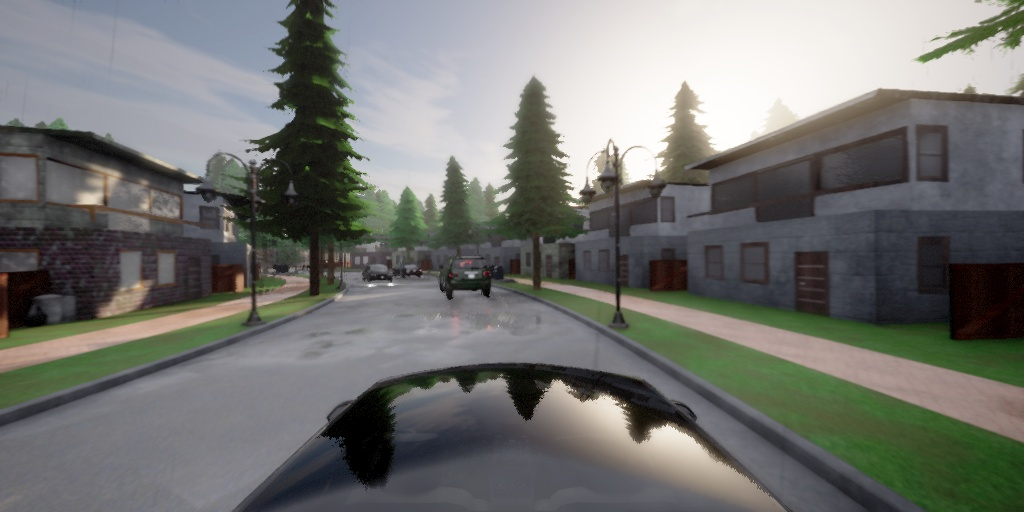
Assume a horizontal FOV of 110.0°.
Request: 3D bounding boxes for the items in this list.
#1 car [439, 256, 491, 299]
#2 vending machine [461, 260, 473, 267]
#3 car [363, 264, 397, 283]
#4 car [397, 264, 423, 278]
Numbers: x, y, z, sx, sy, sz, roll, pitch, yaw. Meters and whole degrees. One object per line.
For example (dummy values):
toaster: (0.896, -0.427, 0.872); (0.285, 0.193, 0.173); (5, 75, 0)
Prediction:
car: (-2.609, 1.033, 19.125); (2.150, 2.045, 5.566); (0, 0, -16)
vending machine: (-4.131, 1.051, 33.200); (1.100, 2.100, 0.880); (0, 0, -29)
car: (-11.389, 1.440, 30.302); (1.837, 1.490, 4.892); (0, 0, -30)
car: (-10.743, 1.486, 36.429); (2.033, 1.411, 5.357); (-1, 0, -34)
